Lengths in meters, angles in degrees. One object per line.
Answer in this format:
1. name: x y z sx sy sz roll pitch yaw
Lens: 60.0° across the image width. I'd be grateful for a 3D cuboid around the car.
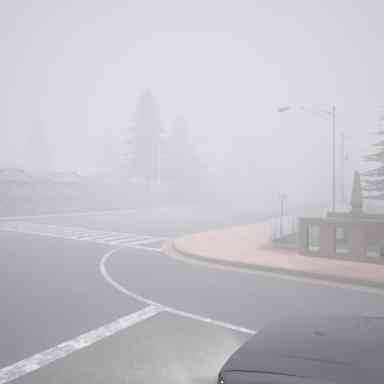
1. car: 2.746 1.550 2.016 5.357 1.411 2.033 0 0 36
